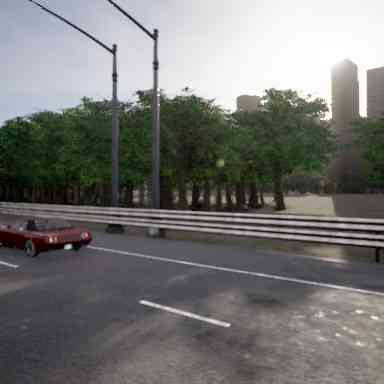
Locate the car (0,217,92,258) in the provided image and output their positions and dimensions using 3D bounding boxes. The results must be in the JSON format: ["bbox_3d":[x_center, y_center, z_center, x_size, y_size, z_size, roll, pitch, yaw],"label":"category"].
[{"bbox_3d":[-6.006,1.600,12.836,4.718,1.301,1.895,0,0,38],"label":"car"}]
